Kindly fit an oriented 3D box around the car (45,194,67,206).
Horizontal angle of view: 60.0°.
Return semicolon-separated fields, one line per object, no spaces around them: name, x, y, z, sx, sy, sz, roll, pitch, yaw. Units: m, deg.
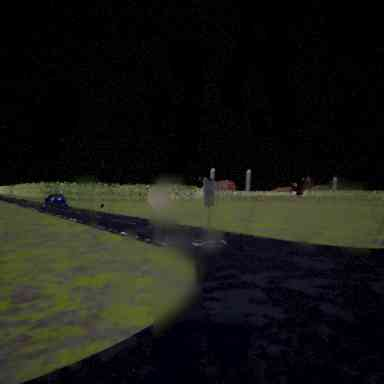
car;-19.155;1.013;46.635;2.097;1.767;4.553;2;0;-35
